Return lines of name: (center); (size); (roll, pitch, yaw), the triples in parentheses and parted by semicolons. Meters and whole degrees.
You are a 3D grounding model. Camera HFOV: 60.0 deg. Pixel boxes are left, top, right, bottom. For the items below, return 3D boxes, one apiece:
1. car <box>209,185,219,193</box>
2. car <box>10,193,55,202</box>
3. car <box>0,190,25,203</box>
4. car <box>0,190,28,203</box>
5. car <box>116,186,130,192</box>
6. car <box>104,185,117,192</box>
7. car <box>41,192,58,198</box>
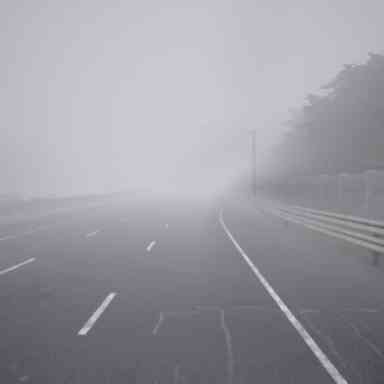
car: (6.057, -0.430, 87.217); (1.895, 1.301, 4.718); (0, 2, 2)
car: (-17.016, 1.142, 35.710); (1.895, 1.301, 4.718); (0, 1, 2)
car: (-20.501, 0.889, 35.968); (2.097, 1.767, 4.553); (0, 1, 2)
car: (-26.296, 0.590, 49.068); (2.097, 1.767, 4.553); (0, 1, -1)
car: (-15.390, -0.135, 76.184); (1.837, 1.490, 4.892); (0, 2, 2)
car: (-18.836, -0.676, 77.651); (2.150, 2.045, 5.566); (0, 2, 2)
car: (-23.294, 0.671, 53.222); (2.033, 1.411, 5.357); (0, 2, 2)
